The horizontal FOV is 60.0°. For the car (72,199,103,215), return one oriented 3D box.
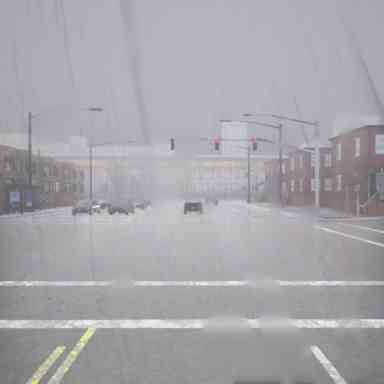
[{"bbox_3d":[-10.599,1.505,33.737,1.837,1.490,4.892,0,0,0],"label":"car"}]

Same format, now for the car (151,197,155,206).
[{"bbox_3d":[-7.093,1.505,54.151,1.837,1.490,4.892,0,0,0],"label":"car"}]

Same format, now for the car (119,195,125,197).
[{"bbox_3d":[-10.604,1.547,44.119,2.033,1.411,5.357,0,0,0],"label":"car"}]

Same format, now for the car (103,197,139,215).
[{"bbox_3d":[-7.103,1.547,34.075,2.033,1.411,5.357,0,0,0],"label":"car"}]

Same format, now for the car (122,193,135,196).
[{"bbox_3d":[-10.602,1.221,54.776,2.150,2.045,5.566,0,0,-1],"label":"car"}]

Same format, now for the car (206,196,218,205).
[{"bbox_3d":[3.480,1.505,58.473,1.837,1.490,4.892,0,0,0],"label":"car"}]

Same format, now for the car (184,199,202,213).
[{"bbox_3d":[0.108,1.477,36.347,1.882,1.535,5.008,0,0,0],"label":"car"}]

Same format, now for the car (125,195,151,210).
[{"bbox_3d":[-7.098,1.491,44.060,2.128,1.511,4.902,0,0,0],"label":"car"}]
